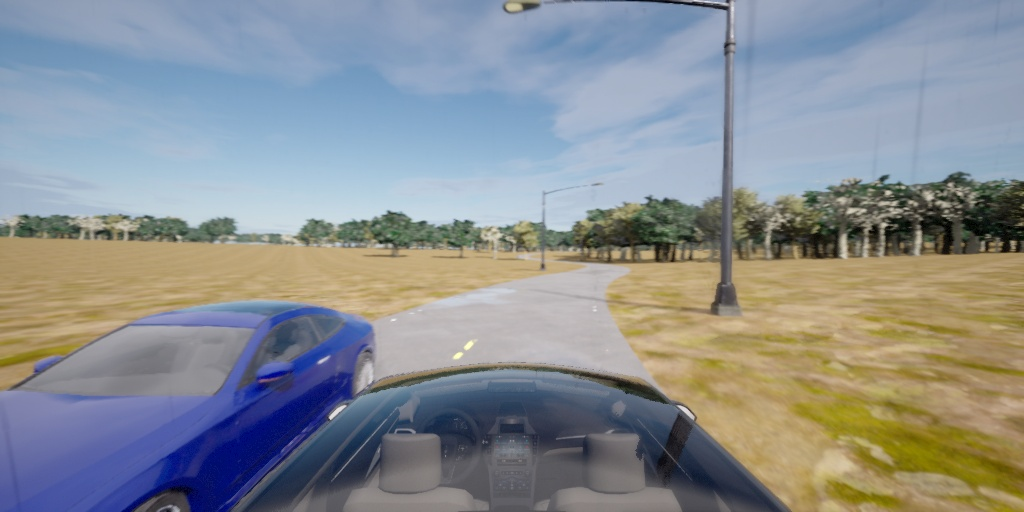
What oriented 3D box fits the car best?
[{"bbox_3d":[-2.804,1.221,3.409,1.812,1.442,4.674,2,0,0],"label":"car"}]
